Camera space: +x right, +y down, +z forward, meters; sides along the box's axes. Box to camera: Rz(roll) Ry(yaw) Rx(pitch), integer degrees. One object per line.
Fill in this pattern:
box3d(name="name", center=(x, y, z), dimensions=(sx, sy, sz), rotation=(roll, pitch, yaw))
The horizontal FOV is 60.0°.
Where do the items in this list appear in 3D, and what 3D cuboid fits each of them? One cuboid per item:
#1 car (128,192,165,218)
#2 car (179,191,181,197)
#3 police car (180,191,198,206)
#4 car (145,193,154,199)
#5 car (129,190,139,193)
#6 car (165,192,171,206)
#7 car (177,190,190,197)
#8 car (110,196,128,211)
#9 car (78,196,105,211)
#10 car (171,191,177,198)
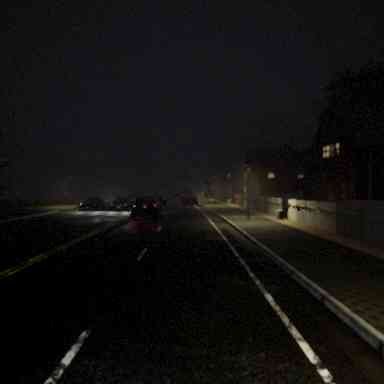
box3d(name="car", center=(-3.606, 1.104, 26.991), dimensions=(2.097, 1.767, 4.553), rotation=(0, 0, -2))
box3d(name="car", center=(-0.753, 0.981, 55.068), dimensions=(1.882, 1.535, 5.008), rotation=(0, 0, -4))
box3d(name="police car", center=(-0.196, 1.014, 45.127), dimensions=(1.930, 1.638, 5.238), rotation=(0, 0, -3))
box3d(name="car", center=(-9.816, 0.861, 76.375), dimensions=(1.812, 1.442, 4.674), rotation=(0, 0, -5))
box3d(name="car", center=(-13.087, 0.569, 76.476), dimensions=(2.150, 2.045, 5.566), rotation=(0, 0, -5))
box3d(name="car", center=(-4.402, 1.078, 46.229), dimensions=(2.128, 1.511, 4.902), rotation=(0, 1, -3))
box3d(name="car", center=(-1.146, 0.677, 61.121), dimensions=(2.150, 2.045, 5.566), rotation=(0, 0, -4))
box3d(name="car", center=(-7.333, 1.212, 35.049), dimensions=(1.812, 1.442, 4.674), rotation=(0, 1, -2))
box3d(name="car", center=(-10.607, 1.212, 35.624), dimensions=(1.812, 1.442, 4.674), rotation=(0, 1, -2))
box3d(name="car", center=(-3.471, 0.595, 78.666), dimensions=(2.097, 1.767, 4.553), rotation=(0, 0, -5))
